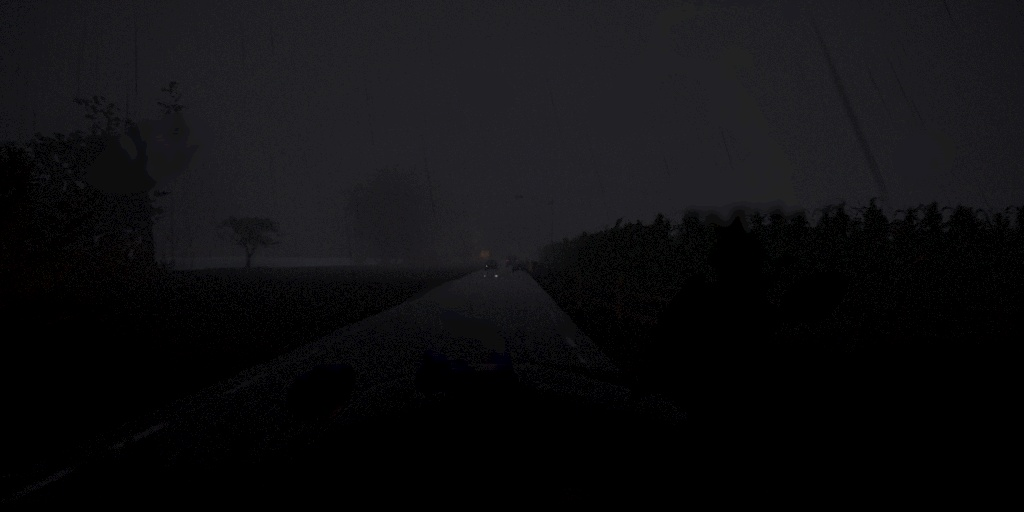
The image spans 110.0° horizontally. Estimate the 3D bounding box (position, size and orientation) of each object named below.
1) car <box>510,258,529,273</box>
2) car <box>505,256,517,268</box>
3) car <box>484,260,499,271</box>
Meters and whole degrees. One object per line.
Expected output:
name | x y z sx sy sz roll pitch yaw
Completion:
car | 0.976 1.273 44.438 1.812 1.442 4.674 0 0 0
car | 0.019 0.972 62.579 2.150 2.045 5.566 0 0 0
car | -2.799 1.254 49.330 1.837 1.490 4.892 0 0 0
